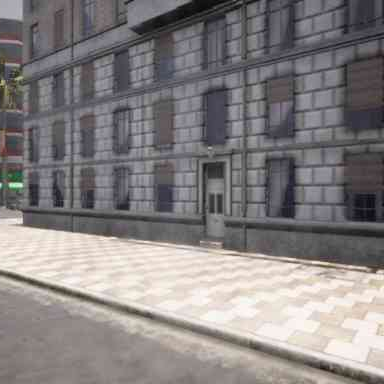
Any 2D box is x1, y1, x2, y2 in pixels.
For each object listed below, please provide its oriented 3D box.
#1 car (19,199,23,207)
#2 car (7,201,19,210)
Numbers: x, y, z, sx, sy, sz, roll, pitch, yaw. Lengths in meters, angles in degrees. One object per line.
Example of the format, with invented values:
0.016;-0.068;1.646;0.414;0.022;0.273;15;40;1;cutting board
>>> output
-17.746;1.515;40.112;1.812;1.442;4.674;0;0;36;car
-20.842;1.552;41.796;1.994;1.385;4.181;0;0;36;car
